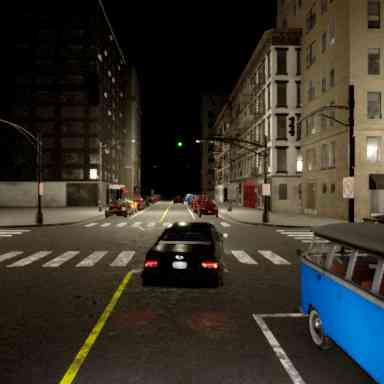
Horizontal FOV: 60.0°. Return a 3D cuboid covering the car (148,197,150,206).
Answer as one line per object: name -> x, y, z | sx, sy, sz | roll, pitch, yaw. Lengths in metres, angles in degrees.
car -> -7.313, 1.540, 46.223 | 1.752, 1.417, 4.829 | 0, 0, -2

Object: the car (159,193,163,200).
car -> -8.705, 1.330, 78.820 | 2.192, 1.841, 5.009 | 0, 0, -2

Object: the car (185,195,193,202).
car -> -0.694, 1.540, 79.332 | 1.752, 1.417, 4.829 | 0, 0, -2

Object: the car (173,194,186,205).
car -> -2.472, 1.541, 61.318 | 1.812, 1.442, 4.674 | 0, 0, -3

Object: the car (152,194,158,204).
car -> -8.012, 1.566, 62.607 | 2.008, 1.369, 4.403 | 0, 0, -2

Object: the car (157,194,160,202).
car -> -8.243, 1.581, 68.011 | 1.947, 1.339, 4.313 | 0, 0, -2

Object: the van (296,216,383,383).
van -> 2.538, 1.342, 3.666 | 1.690, 1.788, 3.998 | 0, 0, -2

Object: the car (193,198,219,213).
car -> 1.391, 1.555, 30.522 | 1.887, 1.381, 4.507 | 0, 0, -2

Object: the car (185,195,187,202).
car -> 0.236, 1.581, 57.545 | 1.947, 1.339, 4.313 | 0, 0, -2

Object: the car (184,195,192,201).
car -> -1.149, 1.560, 89.971 | 1.887, 1.381, 4.507 | 0, 0, -2

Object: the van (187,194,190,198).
van -> 0.467, 1.356, 52.140 | 1.690, 1.788, 3.998 | 0, 0, -2

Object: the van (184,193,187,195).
van -> -0.456, 1.356, 73.758 | 1.690, 1.788, 3.998 | 0, 0, -2

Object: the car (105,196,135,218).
car -> -6.627, 1.450, 30.179 | 1.967, 1.590, 4.097 | 0, 0, -2

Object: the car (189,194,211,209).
car -> 1.160, 1.327, 35.926 | 2.192, 1.841, 5.009 | 0, 0, -2

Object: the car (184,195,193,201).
car -> -0.918, 1.455, 84.567 | 1.967, 1.590, 4.097 | 0, 0, -2

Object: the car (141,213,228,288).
car -> -0.004, 1.552, 9.344 | 2.033, 1.411, 5.357 | 0, 0, 6

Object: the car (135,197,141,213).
car -> -6.851, 1.537, 35.413 | 1.752, 1.417, 4.829 | 0, 0, -2

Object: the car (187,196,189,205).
car -> 0.698, 1.559, 46.735 | 1.887, 1.381, 4.507 | 0, 0, -2

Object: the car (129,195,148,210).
car -> -7.089, 1.329, 40.988 | 2.192, 1.841, 5.009 | 0, 0, -2

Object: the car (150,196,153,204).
car -> -7.551, 1.581, 51.797 | 1.947, 1.339, 4.313 | 0, 0, -2
